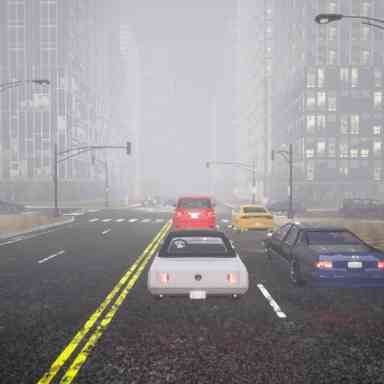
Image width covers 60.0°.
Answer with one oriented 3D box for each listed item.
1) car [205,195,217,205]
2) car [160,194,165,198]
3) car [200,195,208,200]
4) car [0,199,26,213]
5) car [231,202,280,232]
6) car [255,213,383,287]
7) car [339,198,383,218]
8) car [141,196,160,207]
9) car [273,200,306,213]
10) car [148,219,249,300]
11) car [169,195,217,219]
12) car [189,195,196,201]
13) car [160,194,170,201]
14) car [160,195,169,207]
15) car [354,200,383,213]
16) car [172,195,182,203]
[{"bbox_3d":[3.391,1.432,59.553,1.882,1.535,5.008,0,0,0],"label":"car"},{"bbox_3d":[-6.495,1.432,60.417,1.882,1.535,5.008,0,0,-1],"label":"car"},{"bbox_3d":[3.340,1.448,92.399,2.033,1.411,5.357,0,0,0],"label":"car"},{"bbox_3d":[-19.360,1.407,33.970,4.181,1.385,1.994,1,1,1],"label":"car"},{"bbox_3d":[3.372,1.468,19.175,1.882,1.535,5.008,0,0,1],"label":"car"},{"bbox_3d":[3.364,1.543,9.356,2.033,1.411,5.357,0,0,0],"label":"car"},{"bbox_3d":[16.231,1.519,30.762,5.009,1.841,2.192,1,0,1],"label":"car"},{"bbox_3d":[-6.545,1.457,50.744,2.128,1.511,4.902,0,0,0],"label":"car"},{"bbox_3d":[9.692,1.603,36.493,5.357,1.411,2.033,0,1,-2],"label":"car"},{"bbox_3d":[0.110,1.597,8.329,1.895,1.301,4.718,0,0,0],"label":"car"},{"bbox_3d":[0.117,1.212,18.088,2.150,2.045,5.566,0,0,0],"label":"car"},{"bbox_3d":[0.080,1.449,82.183,1.812,1.442,4.674,0,0,0],"label":"car"},{"bbox_3d":[-6.422,1.282,80.617,2.097,1.767,4.553,0,0,0],"label":"car"},{"bbox_3d":[-3.289,1.529,51.177,1.994,1.385,4.181,0,0,0],"label":"car"},{"bbox_3d":[21.848,1.642,39.043,4.829,1.417,1.752,1,0,1],"label":"car"},{"bbox_3d":[-3.181,1.465,71.526,2.128,1.511,4.902,0,0,0],"label":"car"}]
